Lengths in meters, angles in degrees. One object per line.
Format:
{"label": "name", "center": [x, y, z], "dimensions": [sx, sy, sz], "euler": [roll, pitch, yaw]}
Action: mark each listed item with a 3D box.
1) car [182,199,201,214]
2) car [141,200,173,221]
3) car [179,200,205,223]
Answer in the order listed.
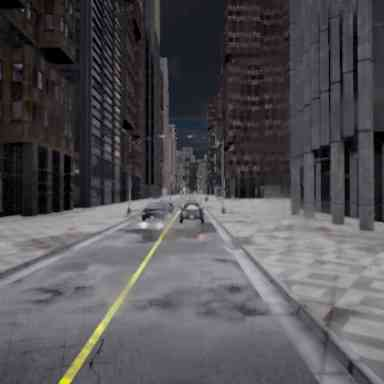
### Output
{"label": "car", "center": [-0.017, 1.615, 37.914], "dimensions": [2.033, 1.411, 5.357], "euler": [0, 0, 0]}
{"label": "car", "center": [-3.041, 1.600, 28.162], "dimensions": [2.033, 1.411, 5.357], "euler": [0, 0, 0]}
{"label": "car", "center": [-0.001, 1.571, 25.570], "dimensions": [1.812, 1.442, 4.674], "euler": [0, 0, 0]}
